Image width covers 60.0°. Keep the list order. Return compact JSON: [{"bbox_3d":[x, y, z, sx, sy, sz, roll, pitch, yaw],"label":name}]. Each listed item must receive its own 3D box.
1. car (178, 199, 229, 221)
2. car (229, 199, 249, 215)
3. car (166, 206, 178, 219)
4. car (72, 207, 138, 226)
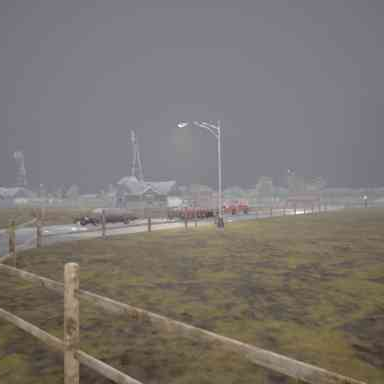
[{"bbox_3d":[1.160,1.728,30.981,2.097,1.767,4.553,-2,-2,36],"label":"car"},{"bbox_3d":[5.511,1.912,43.417,2.150,2.045,5.566,-2,-2,36],"label":"car"},{"bbox_3d":[-0.680,2.013,34.755,1.837,1.490,4.892,-2,-2,36],"label":"car"},{"bbox_3d":[-6.700,1.884,26.339,2.033,1.411,5.357,-2,-2,36],"label":"car"}]
